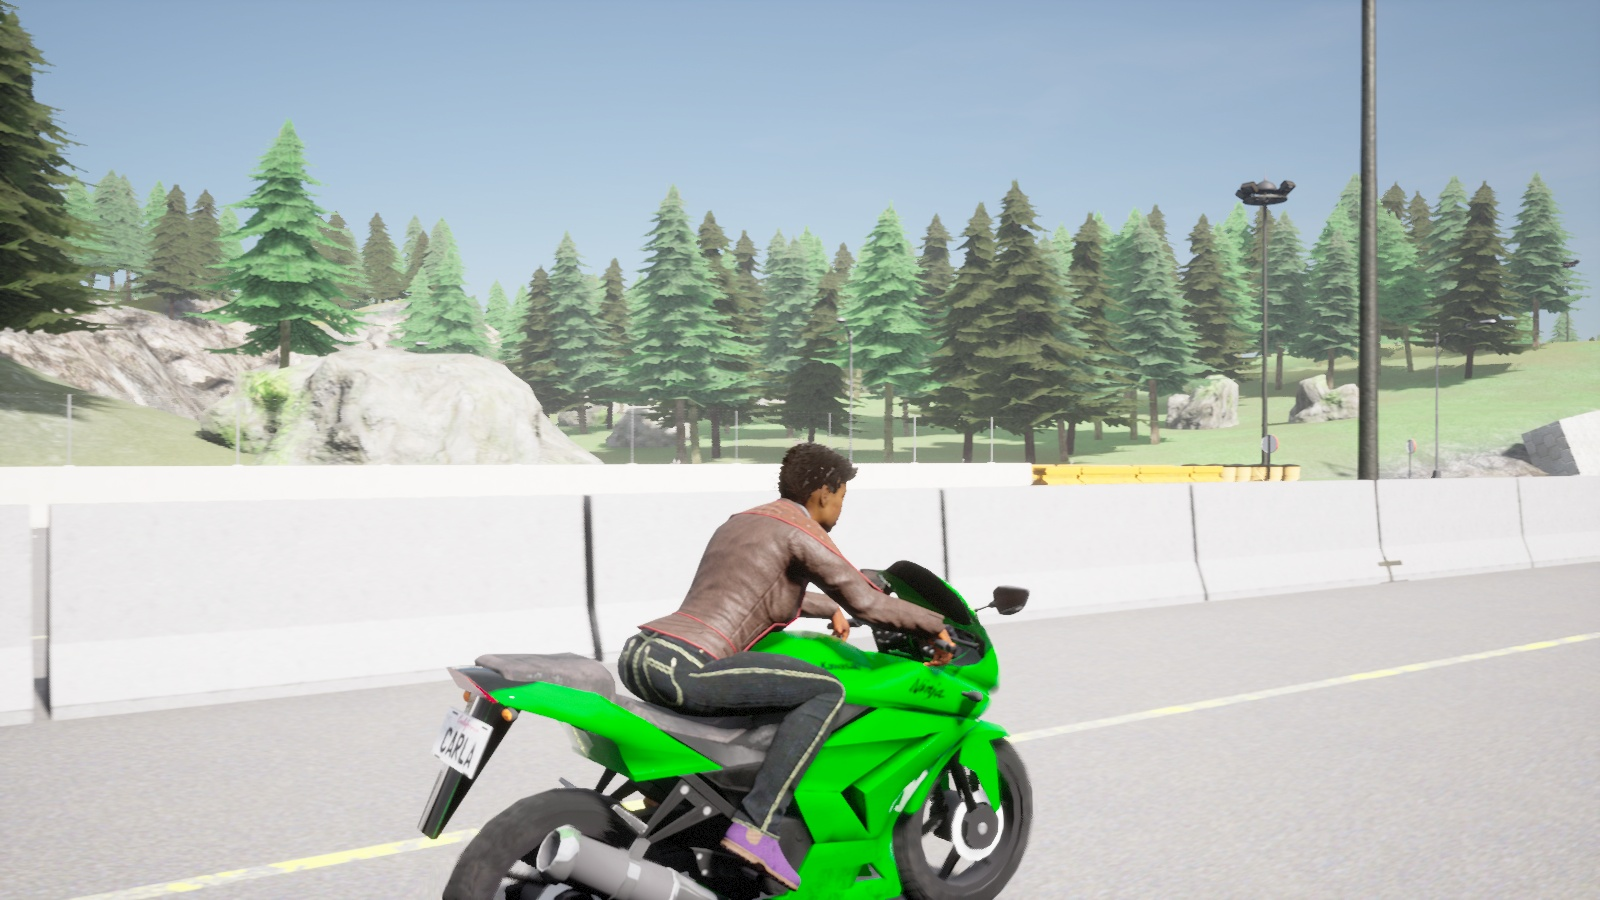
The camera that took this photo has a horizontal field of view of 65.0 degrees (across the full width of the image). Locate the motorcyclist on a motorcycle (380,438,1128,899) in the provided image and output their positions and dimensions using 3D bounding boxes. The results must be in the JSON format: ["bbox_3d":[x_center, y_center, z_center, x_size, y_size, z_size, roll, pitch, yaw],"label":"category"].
[{"bbox_3d":[-0.057,0.736,3.619,2.044,1.523,0.797,0,0,-35],"label":"motorcyclist on a motorcycle"}]
